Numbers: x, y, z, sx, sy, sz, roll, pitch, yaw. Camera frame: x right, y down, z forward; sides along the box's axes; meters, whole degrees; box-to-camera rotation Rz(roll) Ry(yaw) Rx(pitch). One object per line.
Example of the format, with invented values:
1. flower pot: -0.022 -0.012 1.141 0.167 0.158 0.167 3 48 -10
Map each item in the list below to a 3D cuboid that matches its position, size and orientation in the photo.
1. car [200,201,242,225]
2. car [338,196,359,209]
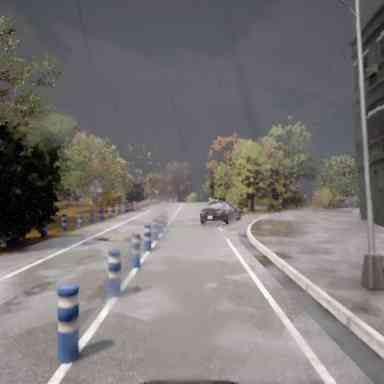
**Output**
1. car: 2.007 1.359 22.607 1.812 1.442 4.674 -3 0 23
2. car: 17.877 1.201 35.239 4.902 1.511 2.128 -1 -6 -15
